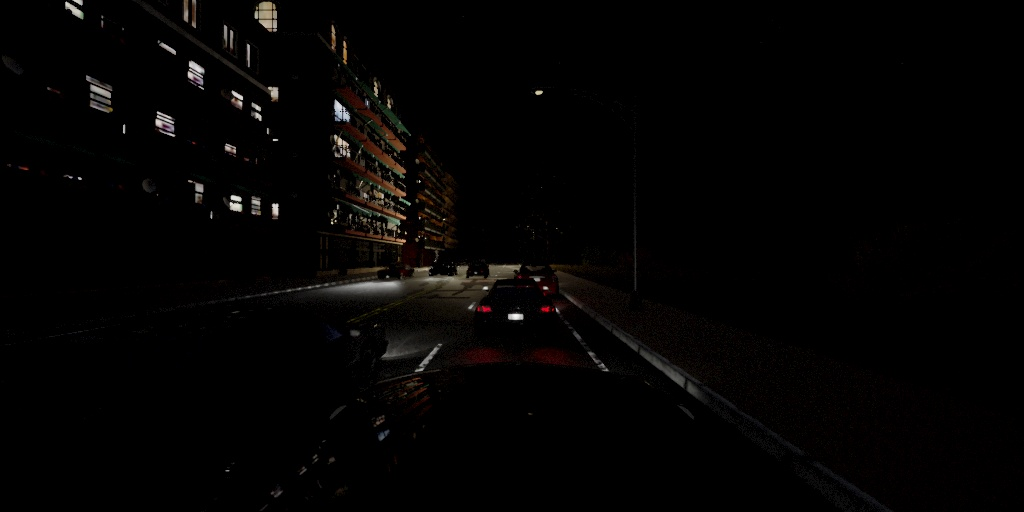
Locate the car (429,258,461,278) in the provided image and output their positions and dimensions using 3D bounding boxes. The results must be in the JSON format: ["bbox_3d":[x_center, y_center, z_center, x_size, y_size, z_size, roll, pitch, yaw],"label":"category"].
[{"bbox_3d":[-6.579,1.104,34.535,2.097,1.767,4.553,0,0,0],"label":"car"}]

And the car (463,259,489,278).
[{"bbox_3d":[-3.128,1.278,33.407,1.812,1.442,4.674,0,0,0],"label":"car"}]

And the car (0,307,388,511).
[{"bbox_3d":[-3.152,1.297,4.020,2.033,1.411,5.357,0,0,0],"label":"car"}]

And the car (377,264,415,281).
[{"bbox_3d":[-9.830,1.353,30.588,1.895,1.301,4.718,0,0,0],"label":"car"}]

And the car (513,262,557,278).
[{"bbox_3d":[1.148,1.103,18.524,2.097,1.767,4.553,0,0,0],"label":"car"}]

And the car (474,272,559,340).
[{"bbox_3d":[0.100,1.315,9.944,1.994,1.385,4.181,0,0,0],"label":"car"}]
